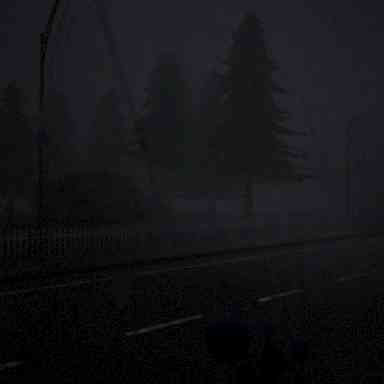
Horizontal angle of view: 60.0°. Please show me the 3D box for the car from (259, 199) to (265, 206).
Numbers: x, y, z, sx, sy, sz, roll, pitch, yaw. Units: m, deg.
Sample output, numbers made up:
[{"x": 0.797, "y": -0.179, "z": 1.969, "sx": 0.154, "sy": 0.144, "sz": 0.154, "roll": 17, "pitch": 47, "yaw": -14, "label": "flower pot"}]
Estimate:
[{"x": 12.026, "y": 2.044, "z": 62.759, "sx": 2.033, "sy": 1.411, "sz": 5.357, "roll": 1, "pitch": 0, "yaw": -34, "label": "car"}]

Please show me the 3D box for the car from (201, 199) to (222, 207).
[{"x": 3.333, "y": 1.892, "z": 56.872, "sx": 2.128, "sy": 1.511, "sz": 4.902, "roll": 1, "pitch": 0, "yaw": -34, "label": "car"}]

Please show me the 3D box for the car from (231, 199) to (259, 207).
[{"x": 9.128, "y": 2.006, "z": 60.796, "sx": 2.033, "sy": 1.411, "sz": 5.357, "roll": 1, "pitch": 0, "yaw": -34, "label": "car"}]
